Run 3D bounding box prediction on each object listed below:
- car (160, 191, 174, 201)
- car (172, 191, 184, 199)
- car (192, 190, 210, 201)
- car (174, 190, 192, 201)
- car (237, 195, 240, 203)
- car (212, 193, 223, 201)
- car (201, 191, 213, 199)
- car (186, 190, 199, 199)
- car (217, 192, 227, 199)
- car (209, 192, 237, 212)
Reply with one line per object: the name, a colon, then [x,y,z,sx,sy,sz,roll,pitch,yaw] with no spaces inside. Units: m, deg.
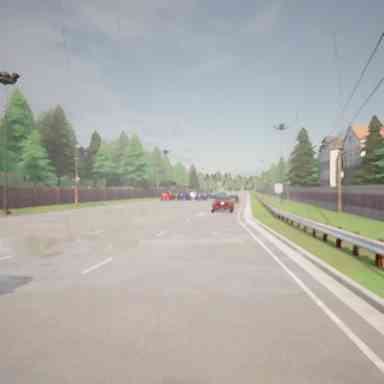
car: [-5.065,0.755,69.632,2.150,2.045,5.566,0,0,10]
car: [-3.330,0.659,79.845,2.097,1.767,4.553,0,0,10]
car: [1.896,0.894,68.812,2.097,1.767,4.553,0,0,10]
car: [-1.615,0.761,69.045,2.150,2.045,5.566,0,0,10]
car: [7.172,1.113,57.484,2.128,1.511,4.902,0,0,10]
car: [5.281,1.051,67.845,1.837,1.490,4.892,0,0,10]
car: [3.571,0.668,78.672,2.097,1.767,4.553,0,0,10]
car: [0.131,0.533,79.317,2.150,2.045,5.566,0,0,10]
car: [7.027,0.817,78.117,1.837,1.490,4.892,0,0,10]
car: [3.320,1.123,34.621,2.097,1.767,4.553,0,0,9]
